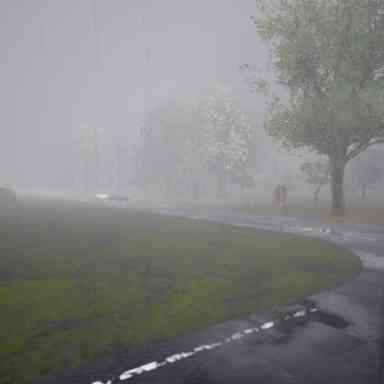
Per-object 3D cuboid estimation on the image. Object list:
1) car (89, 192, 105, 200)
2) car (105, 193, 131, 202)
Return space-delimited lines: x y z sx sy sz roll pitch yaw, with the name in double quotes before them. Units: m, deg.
"car" -16.186 0.611 57.232 1.895 1.301 4.718 -1 1 -33
"car" -10.791 0.772 49.071 1.895 1.301 4.718 -1 1 -33
